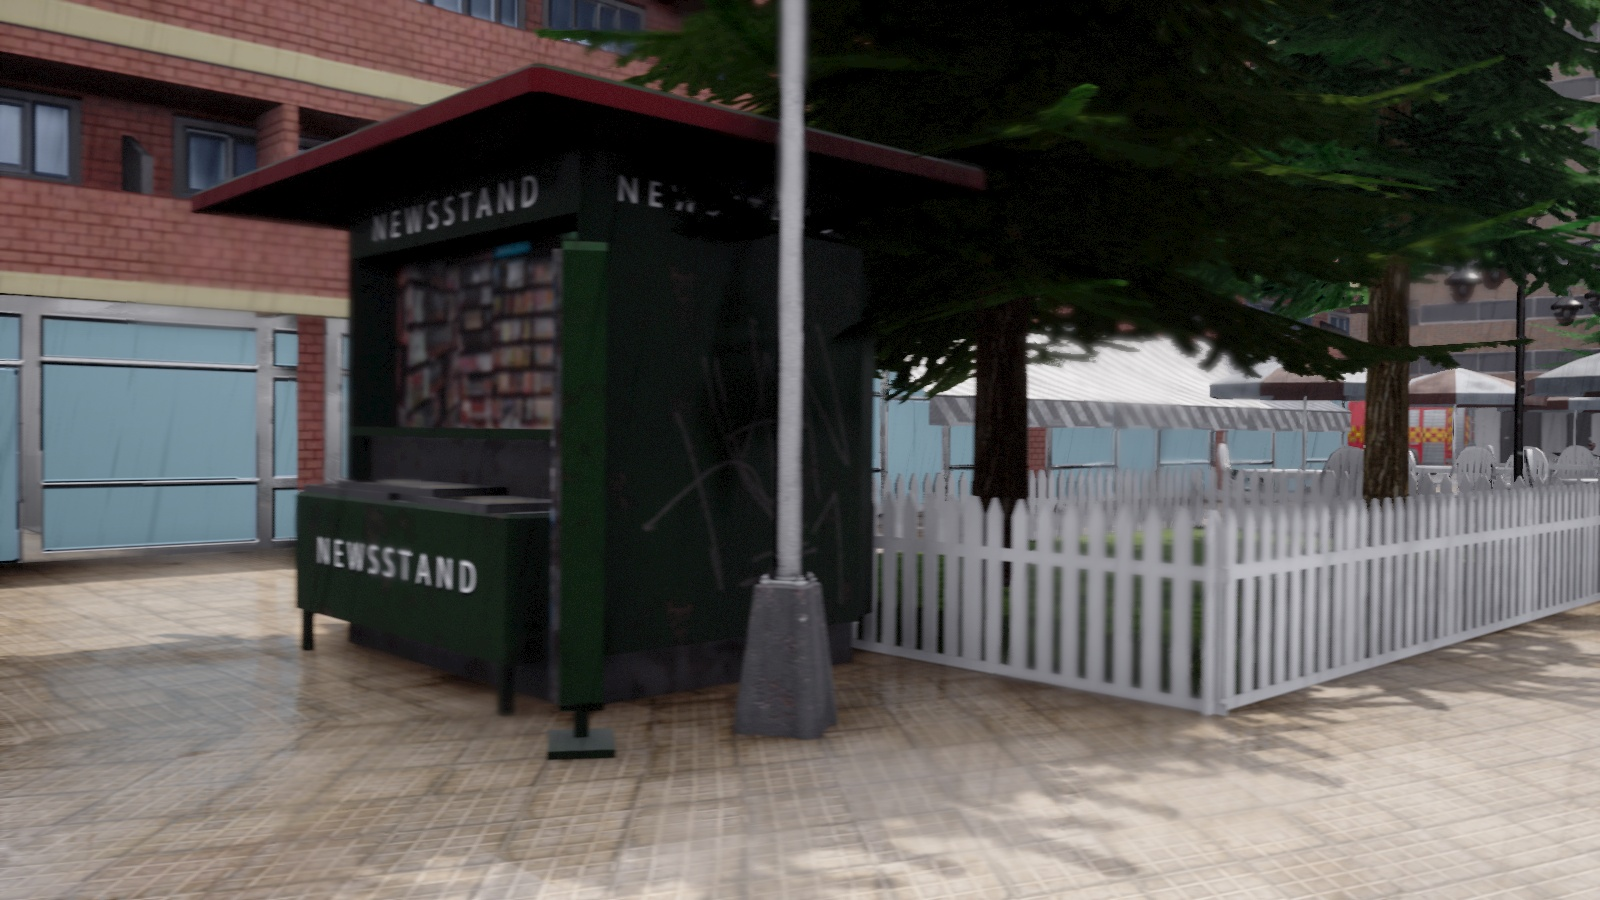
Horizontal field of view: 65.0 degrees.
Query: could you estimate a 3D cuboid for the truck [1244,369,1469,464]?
[{"bbox_3d":[24.102,-1.408,54.803,2.891,3.827,8.468,-1,1,-43],"label":"truck"}]
